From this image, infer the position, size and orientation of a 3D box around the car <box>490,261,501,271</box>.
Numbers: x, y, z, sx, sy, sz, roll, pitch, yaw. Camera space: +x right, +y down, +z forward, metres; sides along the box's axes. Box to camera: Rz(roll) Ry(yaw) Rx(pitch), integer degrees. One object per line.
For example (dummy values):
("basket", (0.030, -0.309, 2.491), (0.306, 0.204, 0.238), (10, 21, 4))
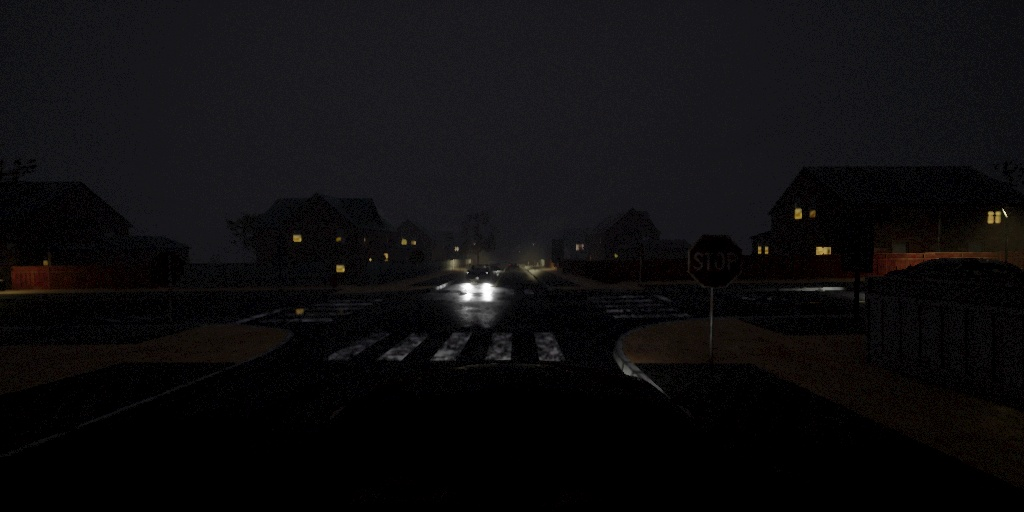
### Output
("car", (-2.557, 1.379, 51.045), (2.033, 1.411, 5.357), (0, 0, 0))

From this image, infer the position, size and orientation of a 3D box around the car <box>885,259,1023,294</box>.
("car", (18.628, 0.896, 15.151), (4.892, 1.490, 1.837), (-1, 2, 1))

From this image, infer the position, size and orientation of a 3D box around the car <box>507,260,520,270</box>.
("car", (0.269, 1.412, 56.937), (2.033, 1.411, 5.357), (0, 0, 0))

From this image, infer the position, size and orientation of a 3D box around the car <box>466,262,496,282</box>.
("car", (-2.594, 1.359, 29.055), (1.895, 1.301, 4.718), (0, 0, 0))
